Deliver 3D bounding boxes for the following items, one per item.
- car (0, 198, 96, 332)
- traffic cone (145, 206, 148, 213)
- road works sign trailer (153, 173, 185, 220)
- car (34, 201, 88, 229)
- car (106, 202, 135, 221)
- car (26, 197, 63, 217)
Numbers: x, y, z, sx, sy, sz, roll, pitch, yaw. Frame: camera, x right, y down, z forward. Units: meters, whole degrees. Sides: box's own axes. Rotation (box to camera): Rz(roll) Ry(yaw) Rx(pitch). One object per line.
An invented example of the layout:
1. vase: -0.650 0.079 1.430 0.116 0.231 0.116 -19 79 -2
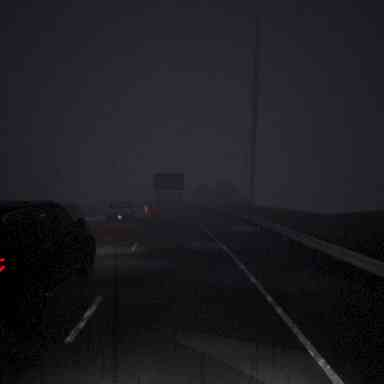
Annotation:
1. car: -3.634 1.176 6.829 2.150 2.045 5.566 0 0 -2
2. traffic cone: -4.472 1.722 32.816 0.340 0.580 0.340 0 0 -10
3. road works sign trailer: -1.850 0.276 26.148 2.380 3.560 2.880 0 0 -10
4. car: -8.352 1.400 21.758 2.033 1.411 5.357 0 0 -7
5. car: -5.290 1.424 25.166 1.895 1.301 4.718 0 0 -8
6. car: -13.117 1.278 29.899 1.882 1.535 5.008 0 0 -9
